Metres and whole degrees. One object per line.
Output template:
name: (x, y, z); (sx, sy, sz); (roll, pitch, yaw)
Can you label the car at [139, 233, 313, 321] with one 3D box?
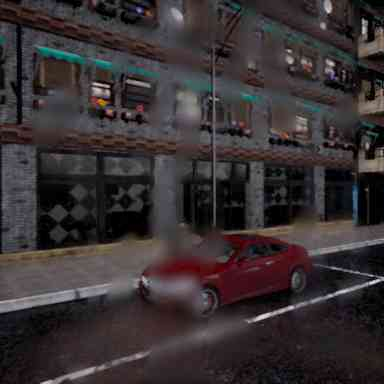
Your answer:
car: (0.916, 1.592, 7.221); (4.206, 1.307, 1.802); (0, 0, -36)
